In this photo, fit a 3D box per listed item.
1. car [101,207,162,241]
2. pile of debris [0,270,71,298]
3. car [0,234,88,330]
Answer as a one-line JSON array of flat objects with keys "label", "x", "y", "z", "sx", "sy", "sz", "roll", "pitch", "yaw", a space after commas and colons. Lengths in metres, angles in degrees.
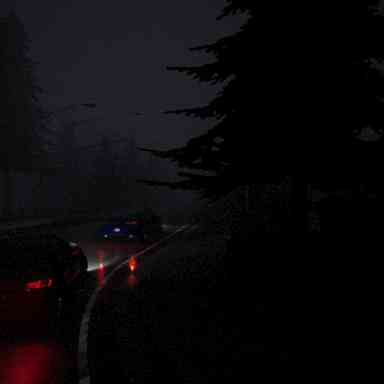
[{"label": "car", "x": -2.879, "y": 1.496, "z": 16.856, "sx": 1.882, "sy": 1.535, "sz": 5.008, "roll": 0, "pitch": 0, "yaw": 8}, {"label": "pile of debris", "x": -3.956, "y": 2.185, "z": 8.018, "sx": 1.500, "sy": 0.140, "sz": 1.860, "roll": 0, "pitch": 0, "yaw": -4}, {"label": "car", "x": -3.470, "y": 1.568, "z": 6.968, "sx": 1.994, "sy": 1.385, "sz": 4.181, "roll": 0, "pitch": 0, "yaw": -11}]
